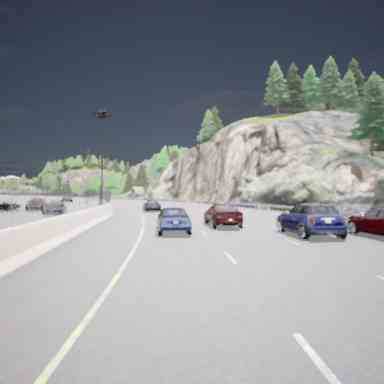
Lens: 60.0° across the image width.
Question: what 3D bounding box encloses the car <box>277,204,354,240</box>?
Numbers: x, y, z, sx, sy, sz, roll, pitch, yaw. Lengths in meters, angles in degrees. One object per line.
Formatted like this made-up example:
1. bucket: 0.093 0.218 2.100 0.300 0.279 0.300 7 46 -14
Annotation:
1. car: 6.093 1.390 17.459 2.097 1.767 4.553 0 0 -5

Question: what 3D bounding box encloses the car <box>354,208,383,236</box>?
1. car: 9.714 1.504 16.447 1.882 1.535 5.008 0 0 -5

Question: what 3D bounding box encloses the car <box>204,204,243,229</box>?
1. car: 2.018 1.541 22.453 1.882 1.535 5.008 0 0 -7

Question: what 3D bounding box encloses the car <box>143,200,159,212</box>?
1. car: -5.072 1.702 41.839 1.994 1.385 4.181 0 0 -13

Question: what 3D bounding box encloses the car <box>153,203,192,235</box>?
1. car: -1.101 1.609 19.450 2.033 1.411 5.357 0 0 -6
